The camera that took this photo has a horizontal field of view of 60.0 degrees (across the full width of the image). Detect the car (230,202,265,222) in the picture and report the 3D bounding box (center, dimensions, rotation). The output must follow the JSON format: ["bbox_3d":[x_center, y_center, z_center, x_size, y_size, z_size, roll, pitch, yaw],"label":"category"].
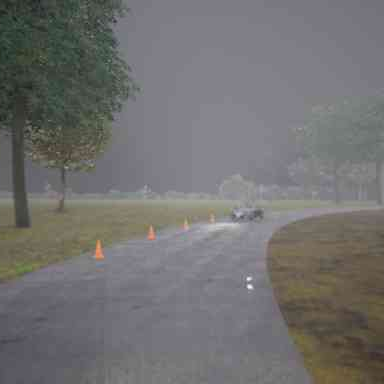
[{"bbox_3d":[4.712,1.589,27.894,2.128,1.511,4.902,0,0,28],"label":"car"}]

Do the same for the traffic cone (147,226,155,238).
[{"bbox_3d":[-2.051,2.002,16.712,0.340,0.580,0.340,0,0,16],"label":"traffic cone"}]

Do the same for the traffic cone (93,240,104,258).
[{"bbox_3d":[-3.271,1.978,11.654,0.340,0.580,0.340,0,0,11],"label":"traffic cone"}]

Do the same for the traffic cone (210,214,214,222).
[{"bbox_3d":[1.618,2.047,26.441,0.340,0.580,0.340,0,0,25],"label":"traffic cone"}]
